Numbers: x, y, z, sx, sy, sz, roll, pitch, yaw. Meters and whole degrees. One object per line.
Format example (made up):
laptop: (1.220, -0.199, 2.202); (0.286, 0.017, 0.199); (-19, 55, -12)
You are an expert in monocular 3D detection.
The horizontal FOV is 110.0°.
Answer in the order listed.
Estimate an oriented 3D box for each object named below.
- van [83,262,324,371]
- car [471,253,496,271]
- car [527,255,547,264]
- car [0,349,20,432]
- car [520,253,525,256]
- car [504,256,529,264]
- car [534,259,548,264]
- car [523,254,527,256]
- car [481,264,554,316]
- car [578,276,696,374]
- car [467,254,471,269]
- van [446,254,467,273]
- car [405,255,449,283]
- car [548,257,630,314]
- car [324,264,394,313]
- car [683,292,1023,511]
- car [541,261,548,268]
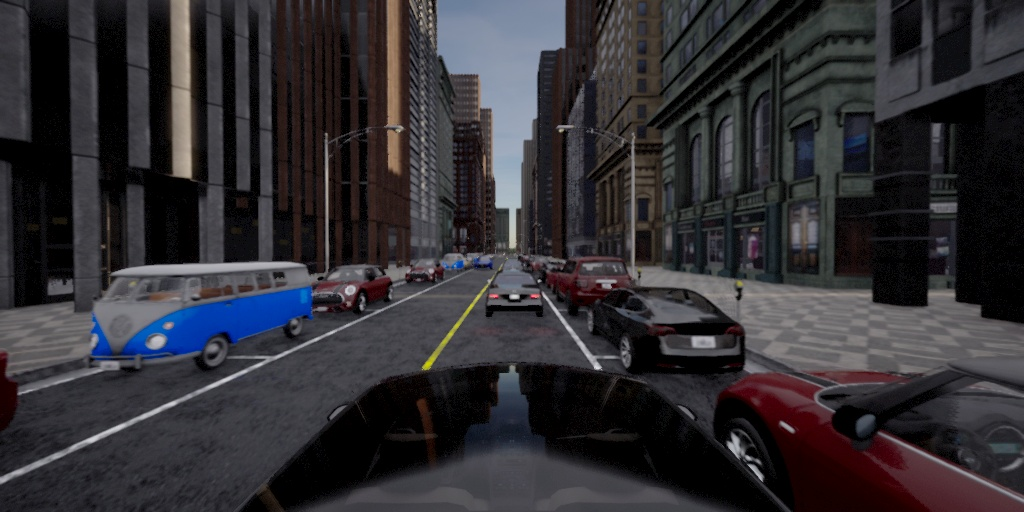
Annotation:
van: (-5.764, 1.026, 7.244); (1.690, 1.789, 3.998); (0, 0, 0)
car: (-3.103, 0.776, 40.178); (1.882, 1.535, 5.008); (0, 1, 0)
car: (2.756, 0.793, 35.434); (1.967, 1.591, 4.097); (0, 0, 0)
car: (-5.763, 1.296, 1.608); (1.888, 1.381, 4.507); (0, 0, 0)
car: (2.751, 0.614, 63.614); (1.802, 1.307, 4.207); (0, 0, 0)
car: (0.080, 0.979, 28.763); (2.033, 1.411, 5.357); (0, 1, 0)
car: (2.758, 1.052, 24.163); (1.948, 1.339, 4.313); (0, 0, 0)
car: (2.754, 0.789, 46.706); (1.948, 1.339, 4.313); (0, 0, 0)
car: (0.079, 1.169, 12.613); (2.033, 1.411, 5.357); (0, 1, 0)
car: (2.761, 1.250, 7.255); (1.948, 1.339, 4.313); (0, 0, 0)
car: (-5.770, 0.814, 40.892); (1.751, 1.417, 4.829); (0, 0, 0)
van: (-5.769, 0.694, 35.425); (1.690, 1.789, 3.998); (0, 0, 0)
car: (-5.767, 0.926, 24.153); (1.967, 1.591, 4.097); (0, 0, 0)
car: (2.760, 0.933, 12.891); (2.192, 1.841, 5.009); (0, 0, 0)
car: (-5.765, 1.058, 12.880); (1.967, 1.591, 4.097); (0, 0, 0)
car: (2.762, 1.191, 1.619); (1.967, 1.591, 4.097); (0, 0, 0)
car: (2.759, 1.097, 18.527); (1.888, 1.381, 4.507); (0, 0, 0)
